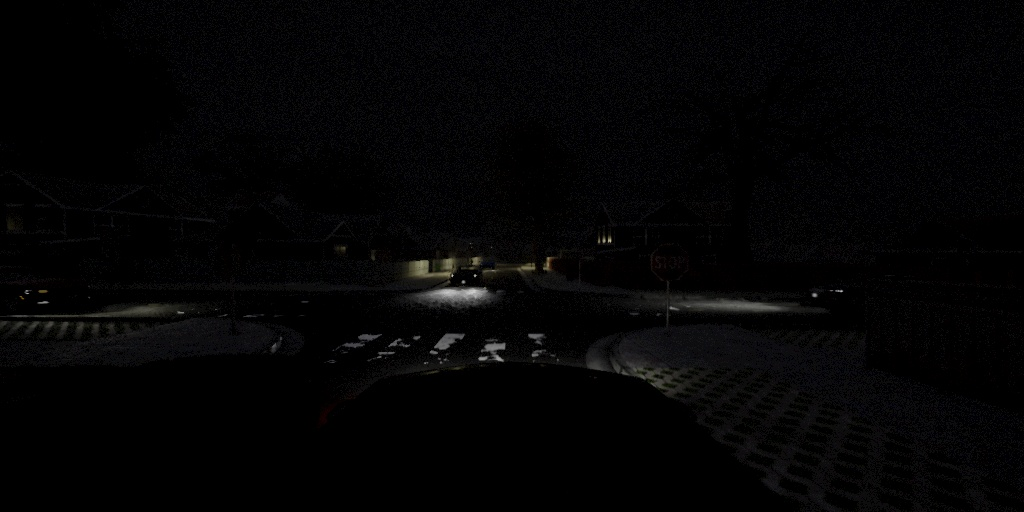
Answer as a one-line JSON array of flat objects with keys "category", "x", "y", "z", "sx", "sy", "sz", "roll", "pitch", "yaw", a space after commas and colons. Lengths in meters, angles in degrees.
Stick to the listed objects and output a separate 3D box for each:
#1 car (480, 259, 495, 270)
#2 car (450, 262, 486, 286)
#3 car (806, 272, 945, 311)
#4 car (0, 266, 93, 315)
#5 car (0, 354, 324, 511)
[{"category": "car", "x": -3.401, "y": 1.118, "z": 49.890, "sx": 1.882, "sy": 1.535, "sz": 5.008, "roll": 0, "pitch": 0, "yaw": -1}, {"category": "car", "x": -3.058, "y": 1.318, "z": 24.735, "sx": 1.895, "sy": 1.301, "sz": 4.718, "roll": 0, "pitch": 0, "yaw": -1}, {"category": "car", "x": 15.284, "y": 1.438, "z": 15.188, "sx": 4.902, "sy": 1.511, "sz": 2.128, "roll": 1, "pitch": 1, "yaw": 0}, {"category": "car", "x": -17.357, "y": 1.069, "z": 12.143, "sx": 5.008, "sy": 1.535, "sz": 1.882, "roll": 0, "pitch": 1, "yaw": 0}, {"category": "car", "x": -2.742, "y": 1.299, "z": 1.180, "sx": 2.033, "sy": 1.411, "sz": 5.357, "roll": 0, "pitch": 0, "yaw": -1}]
